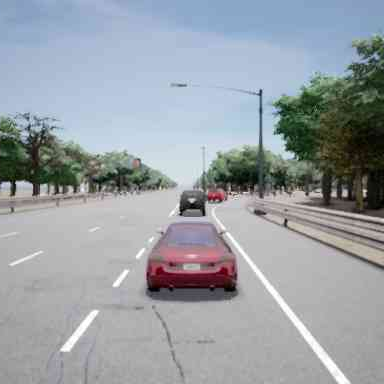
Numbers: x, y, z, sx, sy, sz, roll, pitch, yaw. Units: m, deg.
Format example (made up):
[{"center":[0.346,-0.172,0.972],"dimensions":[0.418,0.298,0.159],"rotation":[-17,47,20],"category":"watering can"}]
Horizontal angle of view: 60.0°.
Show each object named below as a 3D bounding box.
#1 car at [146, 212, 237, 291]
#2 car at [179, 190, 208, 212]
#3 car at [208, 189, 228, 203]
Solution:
[{"center":[-0.005,1.448,8.684],"dimensions":[1.994,1.385,4.181],"rotation":[0,1,0],"category":"car"},{"center":[0.129,0.830,29.016],"dimensions":[2.150,2.045,5.566],"rotation":[0,1,3],"category":"car"},{"center":[3.938,0.558,50.691],"dimensions":[2.150,2.045,5.566],"rotation":[0,1,18],"category":"car"}]
